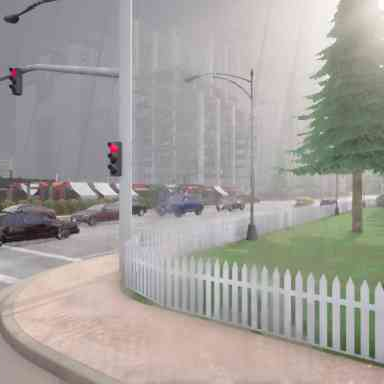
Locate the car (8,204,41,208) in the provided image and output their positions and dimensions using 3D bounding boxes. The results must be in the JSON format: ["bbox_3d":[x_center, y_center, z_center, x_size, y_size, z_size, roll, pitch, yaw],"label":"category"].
[{"bbox_3d":[-11.415,1.526,22.169,1.812,1.442,4.674,0,0,36],"label":"car"}]

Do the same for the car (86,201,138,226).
[{"bbox_3d":[-6.300,1.526,23.458,1.812,1.442,4.674,0,0,34],"label":"car"}]

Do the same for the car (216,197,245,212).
[{"bbox_3d":[4.645,1.491,39.718,2.128,1.511,4.902,0,0,34],"label":"car"}]

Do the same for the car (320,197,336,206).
[{"bbox_3d":[21.080,1.526,51.264,1.812,1.442,4.674,0,0,34],"label":"car"}]

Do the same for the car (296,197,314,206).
[{"bbox_3d":[18.112,1.478,53.120,1.882,1.535,5.008,0,0,34],"label":"car"}]

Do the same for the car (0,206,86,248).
[{"bbox_3d":[-7.627,1.547,14.536,2.033,1.411,5.357,0,0,34],"label":"car"}]

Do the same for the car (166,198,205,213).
[{"bbox_3d":[-0.654,1.491,38.128,2.128,1.511,4.902,0,0,34],"label":"car"}]

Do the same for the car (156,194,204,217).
[{"bbox_3d":[-0.990,1.221,31.378,2.150,2.045,5.566,0,0,34],"label":"car"}]

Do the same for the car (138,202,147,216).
[{"bbox_3d":[-6.196,1.478,29.914,1.882,1.535,5.008,0,0,34],"label":"car"}]

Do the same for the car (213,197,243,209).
[{"bbox_3d":[5.160,1.491,46.696,2.128,1.511,4.902,0,0,34],"label":"car"}]
